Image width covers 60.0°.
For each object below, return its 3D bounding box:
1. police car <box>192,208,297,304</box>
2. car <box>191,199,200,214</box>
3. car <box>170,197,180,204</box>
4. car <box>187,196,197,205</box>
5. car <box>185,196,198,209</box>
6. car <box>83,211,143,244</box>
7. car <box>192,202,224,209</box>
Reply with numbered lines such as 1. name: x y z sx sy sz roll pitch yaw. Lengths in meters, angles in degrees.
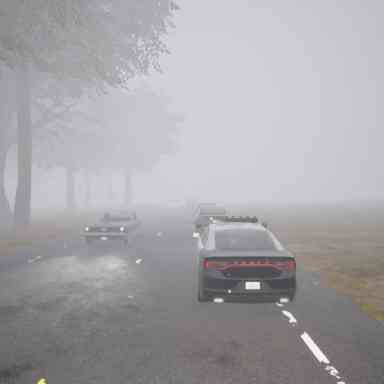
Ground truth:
1. police car: 1.057 1.423 8.364 1.930 1.638 5.238 0 0 0
2. car: 1.065 1.508 24.258 1.837 1.490 4.892 0 0 0
3. car: -3.461 1.721 67.714 1.895 1.301 4.718 0 0 0
4. car: 0.037 1.576 63.656 1.882 1.535 5.008 0 0 0
5. car: 0.053 1.579 45.925 2.033 1.411 5.357 0 0 0
6. car: -3.590 1.599 15.789 1.895 1.301 4.718 0 0 0
7. car: 1.062 1.505 18.256 1.837 1.490 4.892 0 0 0
